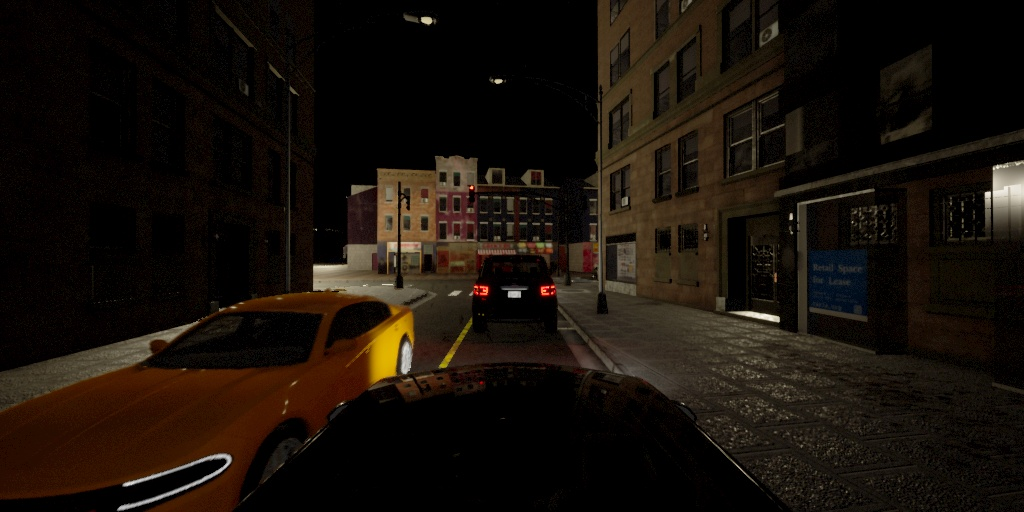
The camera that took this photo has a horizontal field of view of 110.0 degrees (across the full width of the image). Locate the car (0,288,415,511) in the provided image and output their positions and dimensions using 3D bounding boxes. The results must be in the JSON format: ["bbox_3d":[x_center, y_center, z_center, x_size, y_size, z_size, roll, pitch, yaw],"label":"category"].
[{"bbox_3d":[-2.620,1.228,4.275,1.882,1.535,5.008,0,0,0],"label":"car"}]

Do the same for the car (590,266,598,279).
[{"bbox_3d":[8.890,1.090,29.904,4.553,1.767,2.097,0,0,-10],"label":"car"}]

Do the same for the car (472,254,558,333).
[{"bbox_3d":[0.098,0.972,10.899,2.150,2.045,5.566,0,0,1],"label":"car"}]
